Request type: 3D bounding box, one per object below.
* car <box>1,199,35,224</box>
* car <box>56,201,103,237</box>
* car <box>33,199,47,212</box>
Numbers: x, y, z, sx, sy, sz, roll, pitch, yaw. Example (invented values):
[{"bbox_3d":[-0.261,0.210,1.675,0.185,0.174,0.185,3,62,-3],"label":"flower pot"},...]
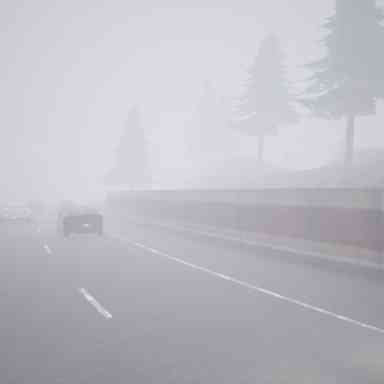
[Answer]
[{"bbox_3d":[-13.159,1.526,25.047,1.812,1.442,4.674,0,0,-23],"label":"car"},{"bbox_3d":[-6.230,1.477,18.292,1.882,1.535,5.008,0,0,-27],"label":"car"},{"bbox_3d":[-18.004,1.547,38.529,2.033,1.411,5.357,0,0,-17],"label":"car"}]
